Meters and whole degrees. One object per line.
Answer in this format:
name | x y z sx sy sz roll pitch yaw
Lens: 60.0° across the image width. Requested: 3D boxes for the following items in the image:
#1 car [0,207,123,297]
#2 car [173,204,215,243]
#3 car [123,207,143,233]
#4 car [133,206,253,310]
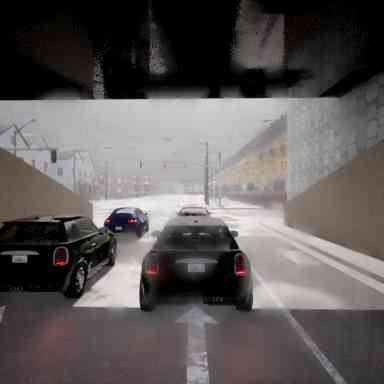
car | -3.414 1.352 8.718 2.097 1.767 4.553 0 0 0
car | 0.089 1.477 17.223 1.882 1.535 5.008 0 0 0
car | -3.411 1.526 17.769 1.812 1.442 4.674 0 0 0
car | 0.080 1.352 7.955 2.097 1.767 4.553 0 0 0
